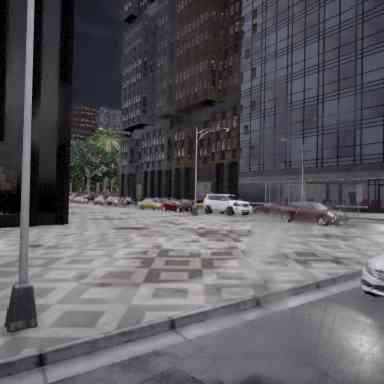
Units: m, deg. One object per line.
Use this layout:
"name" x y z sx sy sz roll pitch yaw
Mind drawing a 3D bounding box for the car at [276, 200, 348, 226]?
"car" 7.961 1.367 21.847 1.967 1.590 4.097 2 -1 -37

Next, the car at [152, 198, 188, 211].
"car" -2.818 1.502 41.575 2.128 1.511 4.902 2 -1 -35

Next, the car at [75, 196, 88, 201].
"car" -29.770 1.694 89.452 1.752 1.417 4.829 2 -1 -35

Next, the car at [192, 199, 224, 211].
"car" 2.080 1.690 44.774 1.752 1.417 4.829 2 -1 -35

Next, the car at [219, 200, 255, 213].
"car" 5.363 1.727 40.167 1.947 1.339 4.313 2 -1 -35

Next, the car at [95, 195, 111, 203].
"car" -20.290 1.513 75.515 2.097 1.767 4.553 2 -1 -35

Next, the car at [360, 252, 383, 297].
"car" 5.672 1.532 7.413 4.674 1.442 1.812 0 0 -35

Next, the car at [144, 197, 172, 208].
"car" -5.172 1.589 50.263 2.128 1.511 4.902 2 -1 -35

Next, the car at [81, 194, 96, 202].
"car" -26.482 1.484 84.849 2.192 1.841 5.009 2 -1 -35

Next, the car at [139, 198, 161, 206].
"car" -7.377 1.722 58.040 2.008 1.369 4.403 2 -1 -35

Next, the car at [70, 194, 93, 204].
"car" -20.593 1.472 61.898 1.752 1.417 4.829 2 -1 -35

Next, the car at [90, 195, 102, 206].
"car" -14.322 1.529 53.098 1.802 1.307 4.206 2 -1 -35

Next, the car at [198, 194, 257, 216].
"car" 3.391 1.227 32.853 2.150 2.045 5.566 2 -1 -36

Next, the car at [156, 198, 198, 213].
"car" -1.579 1.482 35.225 1.887 1.381 4.507 2 -1 -35

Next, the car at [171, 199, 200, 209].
"car" -1.007 1.718 49.103 2.008 1.369 4.403 2 -1 -35

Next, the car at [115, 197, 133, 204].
"car" -13.747 1.736 66.975 1.947 1.339 4.313 2 -1 -35

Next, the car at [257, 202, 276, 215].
"car" 8.547 1.740 35.700 1.802 1.307 4.206 2 -1 -35

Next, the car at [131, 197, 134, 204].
"car" -11.245 1.624 58.709 1.812 1.442 4.674 2 -1 -35

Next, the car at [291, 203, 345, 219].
"car" 11.732 1.720 31.232 1.947 1.339 4.313 2 -1 -35

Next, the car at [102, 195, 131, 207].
"car" -11.134 1.386 48.632 1.967 1.590 4.097 2 -1 -35

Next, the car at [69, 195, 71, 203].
"car" -23.876 1.386 66.507 1.967 1.590 4.097 2 -1 -35

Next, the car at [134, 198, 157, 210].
"car" -4.666 1.466 39.555 1.752 1.417 4.829 2 -1 -35

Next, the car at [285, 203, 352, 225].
"car" 9.259 1.562 24.604 1.994 1.385 4.181 2 -1 -36
